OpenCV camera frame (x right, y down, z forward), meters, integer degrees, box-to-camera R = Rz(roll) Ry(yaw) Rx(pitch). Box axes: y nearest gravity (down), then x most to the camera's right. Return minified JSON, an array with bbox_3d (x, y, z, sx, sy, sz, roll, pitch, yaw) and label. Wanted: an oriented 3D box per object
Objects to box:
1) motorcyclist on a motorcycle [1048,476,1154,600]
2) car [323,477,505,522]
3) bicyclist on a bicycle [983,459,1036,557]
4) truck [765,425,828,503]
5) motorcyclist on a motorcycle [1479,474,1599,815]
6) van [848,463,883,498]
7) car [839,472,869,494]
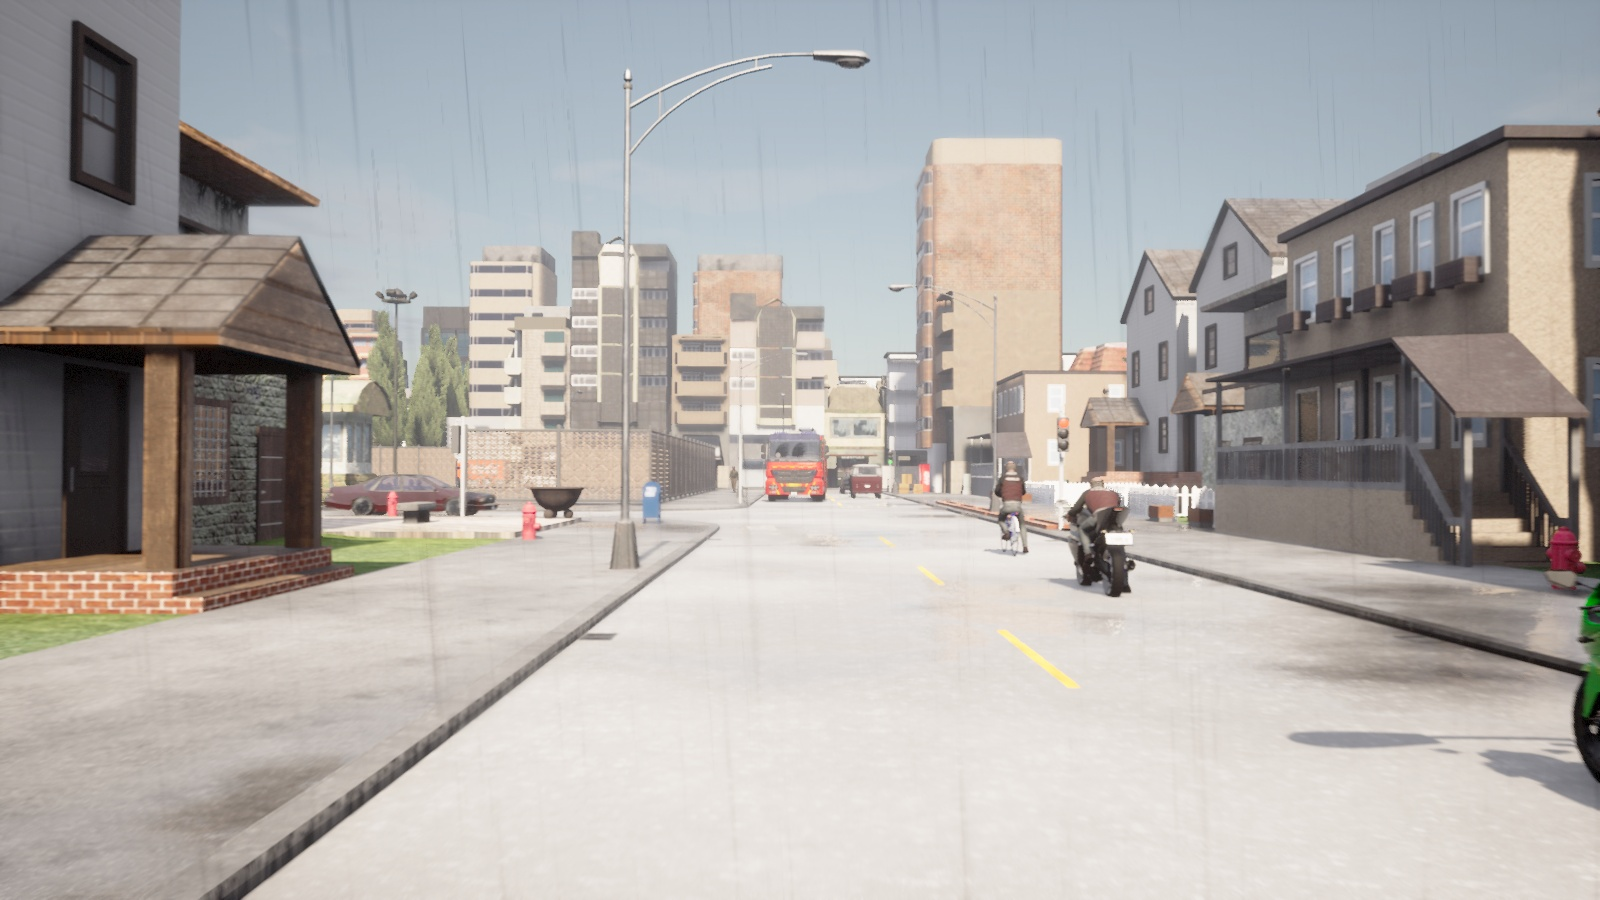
[{"bbox_3d":[3.956,1.113,16.693,0.866,1.530,2.191,0,-1,0],"label":"motorcyclist on a motorcycle"},{"bbox_3d":[-12.667,1.607,41.438,5.357,1.411,2.033,0,-1,0],"label":"car"},{"bbox_3d":[3.952,1.068,23.783,0.659,1.776,1.843,0,-1,-1],"label":"bicyclist on a bicycle"},{"bbox_3d":[-0.096,0.760,66.296,2.891,3.827,8.468,0,-1,3],"label":"truck"},{"bbox_3d":[3.984,0.874,5.590,0.797,1.523,2.044,0,-1,0],"label":"motorcyclist on a motorcycle"},{"bbox_3d":[3.815,1.782,73.368,1.775,1.987,4.442,0,-1,0],"label":"van"},{"bbox_3d":[3.775,2.279,88.111,1.837,1.490,4.892,0,-1,0],"label":"car"}]
